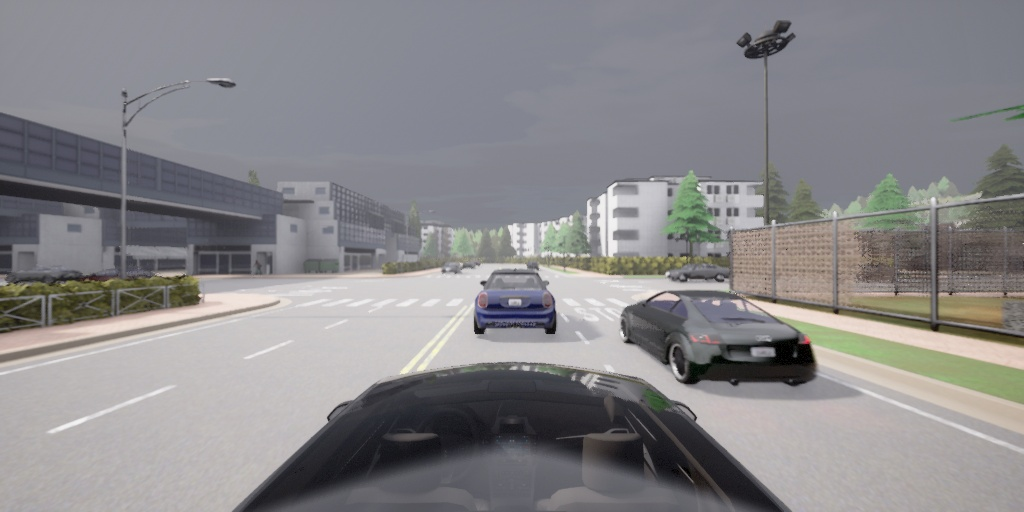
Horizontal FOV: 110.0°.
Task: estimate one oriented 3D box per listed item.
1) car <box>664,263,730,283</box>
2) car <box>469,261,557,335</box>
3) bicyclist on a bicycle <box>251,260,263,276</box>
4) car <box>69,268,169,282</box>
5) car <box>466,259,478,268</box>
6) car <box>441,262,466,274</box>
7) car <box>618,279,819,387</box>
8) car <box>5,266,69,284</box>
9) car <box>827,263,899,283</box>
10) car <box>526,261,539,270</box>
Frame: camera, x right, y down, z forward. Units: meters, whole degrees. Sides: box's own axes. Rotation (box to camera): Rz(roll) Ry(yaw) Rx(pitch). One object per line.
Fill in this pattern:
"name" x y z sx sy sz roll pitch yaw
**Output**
"car" 14.959 1.352 29.024 4.902 1.511 2.128 0 0 0
"car" 0.081 1.145 10.792 2.097 1.767 4.553 0 0 0
"bicyclist on a bicycle" -25.435 1.212 35.820 0.582 1.620 1.656 0 0 0
"car" -22.309 1.403 20.861 4.181 1.385 1.994 0 0 0
"car" -7.421 1.629 61.239 1.895 1.301 4.718 0 0 0
"car" -7.325 1.436 43.777 2.128 1.511 4.902 0 0 1
"car" 3.571 1.339 7.094 1.994 1.385 4.181 0 0 0
"car" -36.333 1.435 27.943 4.181 1.385 1.994 0 0 0
"car" 28.339 1.363 29.104 4.892 1.490 1.837 -1 0 0
"car" 3.278 1.518 58.139 1.837 1.490 4.892 0 0 -1
